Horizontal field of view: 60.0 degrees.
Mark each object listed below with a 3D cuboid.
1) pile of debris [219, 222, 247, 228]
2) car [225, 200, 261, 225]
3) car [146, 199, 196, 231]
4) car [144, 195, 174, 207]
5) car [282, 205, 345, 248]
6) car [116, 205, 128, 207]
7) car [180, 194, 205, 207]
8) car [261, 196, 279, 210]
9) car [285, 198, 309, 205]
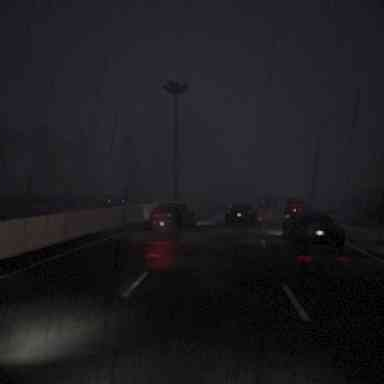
[{"bbox_3d":[2.532,2.037,20.395,1.500,0.140,1.860,0,0,14],"label":"pile of debris"},{"bbox_3d":[3.504,1.410,23.103,1.994,1.385,4.181,0,0,15],"label":"car"},{"bbox_3d":[-1.035,1.360,19.384,1.837,1.490,4.892,0,0,12],"label":"car"},{"bbox_3d":[-4.308,1.142,44.103,1.882,1.535,5.008,0,0,21],"label":"car"},{"bbox_3d":[5.089,1.479,14.358,1.994,1.385,4.181,0,0,9],"label":"car"},{"bbox_3d":[-9.625,1.027,39.916,2.097,1.767,4.553,0,0,20],"label":"car"},{"bbox_3d":[0.153,1.146,45.962,1.882,1.535,5.008,0,0,21],"label":"car"},{"bbox_3d":[9.116,1.242,39.424,2.128,1.511,4.902,0,1,21],"label":"car"},{"bbox_3d":[9.811,1.316,31.272,1.837,1.490,4.892,0,0,20],"label":"car"}]
